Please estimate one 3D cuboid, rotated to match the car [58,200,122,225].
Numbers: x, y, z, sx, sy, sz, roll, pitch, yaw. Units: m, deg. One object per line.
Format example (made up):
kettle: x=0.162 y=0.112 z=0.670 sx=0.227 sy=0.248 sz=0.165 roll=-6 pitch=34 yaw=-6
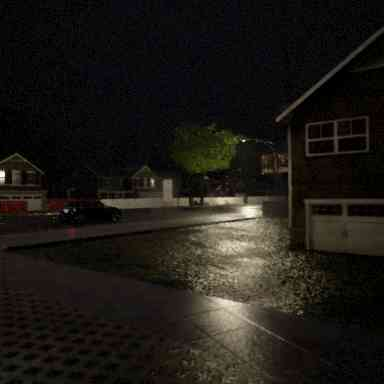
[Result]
car: x=-7.405 y=1.395 z=24.635 sx=2.097 sy=1.767 sz=4.553 roll=-1 pitch=-1 yaw=37
